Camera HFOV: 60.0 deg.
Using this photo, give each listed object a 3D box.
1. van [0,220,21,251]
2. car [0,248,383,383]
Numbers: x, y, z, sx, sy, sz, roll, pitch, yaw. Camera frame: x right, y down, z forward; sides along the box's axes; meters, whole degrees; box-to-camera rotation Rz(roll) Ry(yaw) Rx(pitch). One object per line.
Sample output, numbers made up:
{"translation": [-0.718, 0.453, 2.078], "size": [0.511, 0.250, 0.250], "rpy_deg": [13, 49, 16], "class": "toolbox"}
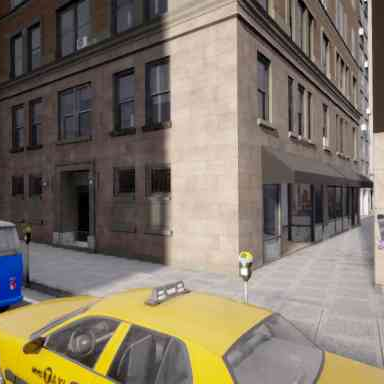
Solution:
{"translation": [-4.908, 1.342, 6.371], "size": [3.998, 1.788, 1.690], "rpy_deg": [0, -1, 36], "class": "van"}
{"translation": [-0.432, 1.526, 3.168], "size": [4.829, 1.417, 1.752], "rpy_deg": [0, -1, 36], "class": "car"}
